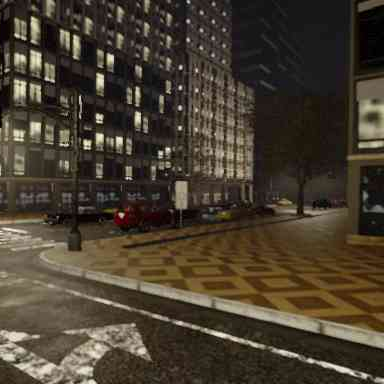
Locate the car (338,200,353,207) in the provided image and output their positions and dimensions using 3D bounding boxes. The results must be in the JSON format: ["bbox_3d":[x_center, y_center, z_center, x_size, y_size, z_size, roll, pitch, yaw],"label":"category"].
[{"bbox_3d":[30.812,2.257,66.758,1.887,1.381,4.507,0,0,36],"label":"car"}]

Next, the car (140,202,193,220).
[{"bbox_3d":[-2.327,1.775,31.675,2.033,1.411,5.357,1,0,36],"label":"car"}]

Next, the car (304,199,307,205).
[{"bbox_3d":[24.061,2.174,71.722,1.802,1.307,4.206,0,0,36],"label":"car"}]

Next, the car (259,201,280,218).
[{"bbox_3d":[7.339,1.965,35.012,1.802,1.307,4.206,0,0,36],"label":"car"}]

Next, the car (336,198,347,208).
[{"bbox_3d":[27.461,1.982,62.224,2.192,1.841,5.009,0,0,36],"label":"car"}]

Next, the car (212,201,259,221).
[{"bbox_3d":[4.088,1.861,30.613,1.752,1.417,4.829,0,0,36],"label":"car"}]

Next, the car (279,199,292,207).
[{"bbox_3d":[17.256,2.024,62.518,1.752,1.417,4.829,0,0,36],"label":"car"}]

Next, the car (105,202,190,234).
[{"bbox_3d":[-2.718,1.551,21.407,2.192,1.841,5.009,0,0,36],"label":"car"}]

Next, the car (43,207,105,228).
[{"bbox_3d":[-8.076,1.743,23.893,1.895,1.301,4.718,1,0,37],"label":"car"}]

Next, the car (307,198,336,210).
[{"bbox_3d":[20.755,1.889,53.153,2.192,1.841,5.009,0,0,36],"label":"car"}]

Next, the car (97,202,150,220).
[{"bbox_3d":[-6.208,1.689,30.785,1.752,1.417,4.829,0,0,36],"label":"car"}]

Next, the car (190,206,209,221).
[{"bbox_3d":[-1.023,1.746,28.092,2.128,1.511,4.902,1,0,37],"label":"car"}]

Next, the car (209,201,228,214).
[{"bbox_3d":[3.639,1.806,39.717,2.128,1.511,4.902,1,0,37],"label":"car"}]

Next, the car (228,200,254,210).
[{"bbox_3d":[7.301,1.925,49.055,1.947,1.339,4.313,0,0,36],"label":"car"}]

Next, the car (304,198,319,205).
[{"bbox_3d":[27.412,2.189,76.255,2.008,1.369,4.403,0,0,36],"label":"car"}]
